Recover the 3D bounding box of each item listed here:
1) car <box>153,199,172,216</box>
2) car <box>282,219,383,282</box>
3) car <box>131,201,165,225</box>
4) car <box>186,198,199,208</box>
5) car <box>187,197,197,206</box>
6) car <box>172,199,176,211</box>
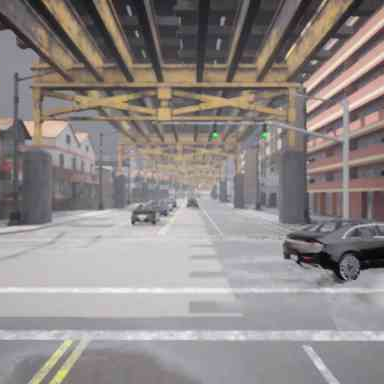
[{"bbox_3d":[-3.605,1.637,35.569,2.097,1.767,4.553,0,0,0],"label":"car"},{"bbox_3d":[5.061,1.572,9.824,4.902,1.511,2.128,0,-1,-19],"label":"car"},{"bbox_3d":[-3.606,1.705,26.405,2.128,1.511,4.902,0,0,0],"label":"car"},{"bbox_3d":[0.083,1.917,55.451,1.812,1.442,4.674,0,0,0],"label":"car"},{"bbox_3d":[-0.022,1.890,66.892,1.837,1.490,4.892,0,0,0],"label":"car"},{"bbox_3d":[-3.598,1.882,45.453,1.812,1.442,4.674,0,0,0],"label":"car"}]
